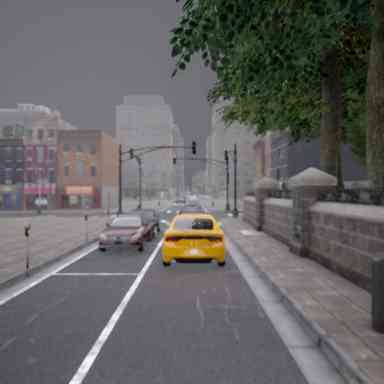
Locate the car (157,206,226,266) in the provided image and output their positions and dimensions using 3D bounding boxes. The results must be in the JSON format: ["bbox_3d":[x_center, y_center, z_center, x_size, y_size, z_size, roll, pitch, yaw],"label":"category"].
[{"bbox_3d":[0.069,1.482,11.571,1.882,1.535,5.008,0,0,0],"label":"car"}]

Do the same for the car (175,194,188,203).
[{"bbox_3d":[-2.220,1.576,63.286,1.994,1.385,4.181,0,0,1],"label":"car"}]

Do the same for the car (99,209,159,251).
[{"bbox_3d":[-2.634,1.587,13.974,1.802,1.307,4.206,0,0,0],"label":"car"}]

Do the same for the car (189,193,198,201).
[{"bbox_3d":[0.308,1.515,69.849,1.812,1.442,4.674,0,0,0],"label":"car"}]

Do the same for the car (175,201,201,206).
[{"bbox_3d":[0.010,1.555,22.060,2.033,1.411,5.357,0,0,0],"label":"car"}]

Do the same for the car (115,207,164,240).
[{"bbox_3d":[-2.633,1.572,17.637,1.947,1.339,4.313,0,0,0],"label":"car"}]
